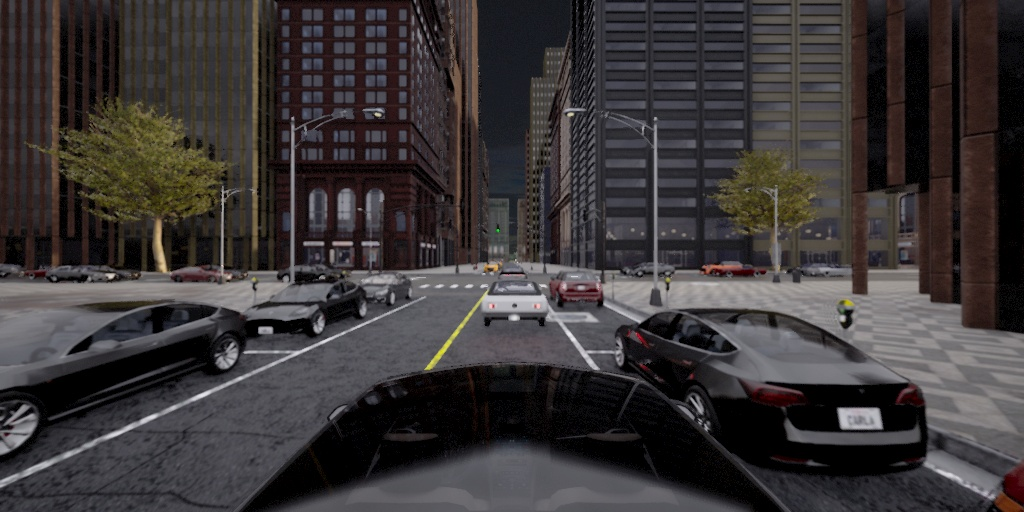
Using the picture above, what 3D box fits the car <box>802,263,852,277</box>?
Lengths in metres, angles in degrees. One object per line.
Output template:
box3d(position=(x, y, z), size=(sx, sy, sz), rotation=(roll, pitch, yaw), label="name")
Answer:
box3d(position=(33.985, 1.549, 37.819), size=(4.718, 1.301, 1.895), rotation=(0, 0, 0), label="car")

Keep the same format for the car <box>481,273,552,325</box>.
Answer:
box3d(position=(0.085, 1.432, 12.128), size=(1.895, 1.301, 4.718), rotation=(0, 0, 0), label="car")

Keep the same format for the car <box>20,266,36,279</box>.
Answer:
box3d(position=(-47.731, 1.752, 37.643), size=(4.718, 1.301, 1.895), rotation=(0, 0, 0), label="car")

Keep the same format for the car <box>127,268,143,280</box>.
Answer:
box3d(position=(-38.339, 1.619, 34.272), size=(4.892, 1.490, 1.837), rotation=(0, 0, 0), label="car")

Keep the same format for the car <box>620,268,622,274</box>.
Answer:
box3d(position=(14.858, 1.503, 41.045), size=(4.892, 1.490, 1.837), rotation=(0, 0, 0), label="car")

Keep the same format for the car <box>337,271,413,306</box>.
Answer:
box3d(position=(-5.753, 1.414, 16.192), size=(2.007, 1.370, 4.403), rotation=(0, 0, 0), label="car")

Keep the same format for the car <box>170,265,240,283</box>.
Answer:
box3d(position=(-26.810, 1.598, 31.029), size=(4.674, 1.442, 1.812), rotation=(0, 0, 0), label="car")

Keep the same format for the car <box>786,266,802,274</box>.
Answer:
box3d(position=(34.664, 1.504, 41.070), size=(5.357, 1.411, 2.033), rotation=(0, 0, 0), label="car")

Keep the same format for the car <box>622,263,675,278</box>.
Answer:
box3d(position=(14.641, 1.480, 37.807), size=(4.902, 1.511, 2.128), rotation=(0, 0, -2), label="car")

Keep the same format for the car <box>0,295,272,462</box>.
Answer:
box3d(position=(-5.760, 1.340, 4.919), size=(1.948, 1.339, 4.313), rotation=(0, 0, 0), label="car")

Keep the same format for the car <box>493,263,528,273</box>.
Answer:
box3d(position=(0.063, 1.423, 24.162), size=(2.128, 1.511, 4.902), rotation=(0, -1, 1), label="car")

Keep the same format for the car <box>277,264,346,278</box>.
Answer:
box3d(position=(-17.530, 1.524, 31.046), size=(5.008, 1.535, 1.882), rotation=(0, 0, -1), label="car")

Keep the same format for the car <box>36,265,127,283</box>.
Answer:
box3d(position=(-37.149, 1.593, 31.019), size=(4.902, 1.511, 2.128), rotation=(0, 0, 0), label="car")

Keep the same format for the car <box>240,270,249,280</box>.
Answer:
box3d(position=(-27.934, 1.590, 34.276), size=(4.892, 1.490, 1.837), rotation=(0, 0, 0), label="car")

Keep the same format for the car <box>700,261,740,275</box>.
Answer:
box3d(position=(24.054, 1.330, 41.057), size=(4.553, 1.767, 2.097), rotation=(0, 0, 0), label="car")

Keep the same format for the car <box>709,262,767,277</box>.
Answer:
box3d(position=(23.910, 1.570, 37.812), size=(4.718, 1.301, 1.895), rotation=(0, 0, 0), label="car")

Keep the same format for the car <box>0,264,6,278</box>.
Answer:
box3d(position=(-47.617, 1.657, 31.051), size=(4.674, 1.442, 1.812), rotation=(0, 0, 1), label="car")

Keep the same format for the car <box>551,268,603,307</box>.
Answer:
box3d(position=(2.772, 1.303, 16.188), size=(1.967, 1.591, 4.097), rotation=(0, 0, 0), label="car")

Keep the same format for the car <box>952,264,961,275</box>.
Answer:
box3d(position=(47.835, 1.489, 37.766), size=(4.181, 1.385, 1.994), rotation=(0, 0, 0), label="car")

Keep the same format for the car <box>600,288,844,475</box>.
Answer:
box3d(position=(2.765, 1.341, 4.916), size=(1.948, 1.339, 4.313), rotation=(0, 0, 0), label="car")

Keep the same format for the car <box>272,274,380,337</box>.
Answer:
box3d(position=(-5.757, 1.384, 10.555), size=(1.948, 1.339, 4.313), rotation=(0, 0, 0), label="car")

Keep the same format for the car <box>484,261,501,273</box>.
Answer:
box3d(position=(-3.022, 1.643, 52.682), size=(1.882, 1.535, 5.008), rotation=(0, -1, 0), label="car")
